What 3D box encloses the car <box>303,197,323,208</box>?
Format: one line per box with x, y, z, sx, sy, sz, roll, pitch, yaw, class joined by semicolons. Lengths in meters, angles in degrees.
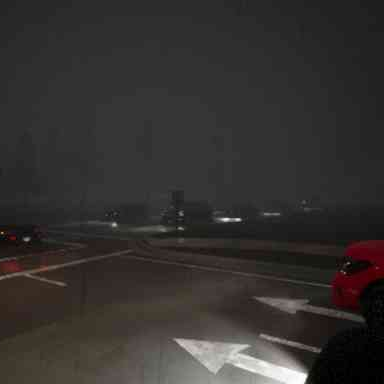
18.475;1.482;50.581;2.097;1.767;4.553;-1;0;37;car

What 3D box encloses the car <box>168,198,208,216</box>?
-0.358;1.553;36.795;2.097;1.767;4.553;-1;0;36;car

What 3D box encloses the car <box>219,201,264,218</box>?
4.824;1.700;32.023;1.994;1.385;4.181;-1;0;37;car

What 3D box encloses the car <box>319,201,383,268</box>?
5.023;1.209;4.705;5.566;2.045;2.150;0;0;36;car

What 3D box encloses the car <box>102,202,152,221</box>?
-5.688;1.708;29.518;1.837;1.490;4.892;-1;0;36;car

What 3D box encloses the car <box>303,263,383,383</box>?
2.802;1.552;1.993;4.181;1.385;1.994;-1;0;36;car

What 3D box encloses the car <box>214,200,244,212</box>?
4.962;1.801;44.045;1.895;1.301;4.718;-1;0;36;car

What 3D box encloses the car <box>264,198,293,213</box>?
10.336;1.681;39.541;2.033;1.411;5.357;-1;0;36;car

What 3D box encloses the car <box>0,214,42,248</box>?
-8.256;1.665;14.189;4.674;1.442;1.812;-1;0;36;car

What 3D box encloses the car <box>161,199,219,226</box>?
-0.264;1.489;25.073;2.097;1.767;4.553;-1;0;36;car

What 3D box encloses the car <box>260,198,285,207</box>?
13.555;1.744;55.689;2.033;1.411;5.357;-1;0;37;car
